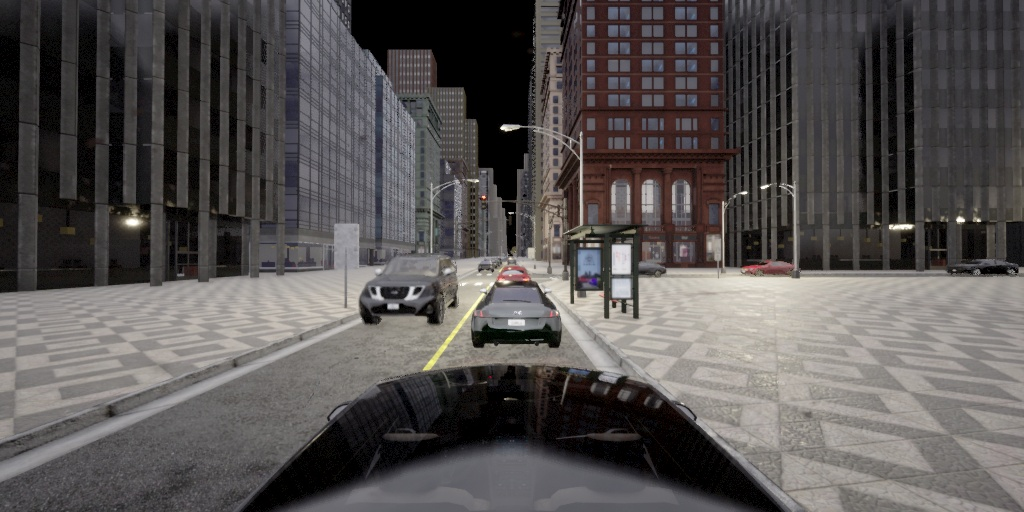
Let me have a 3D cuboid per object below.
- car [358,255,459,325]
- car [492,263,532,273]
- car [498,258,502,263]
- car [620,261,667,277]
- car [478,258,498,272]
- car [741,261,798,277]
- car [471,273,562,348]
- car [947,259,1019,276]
[{"bbox_3d":[-3.142,0.972,12.136,2.150,2.045,5.566,0,0,-1],"label":"car"},{"bbox_3d":[0.114,1.269,19.092,1.812,1.442,4.674,0,0,1],"label":"car"},{"bbox_3d":[-3.104,1.162,54.118,2.128,1.511,4.902,0,0,0],"label":"car"},{"bbox_3d":[11.864,1.225,33.223,4.674,1.442,1.812,0,-1,-2],"label":"car"},{"bbox_3d":[-3.100,1.243,44.190,2.033,1.411,5.357,0,0,0],"label":"car"},{"bbox_3d":[23.809,1.183,33.217,4.674,1.442,1.812,0,-1,0],"label":"car"},{"bbox_3d":[0.097,1.314,9.257,1.994,1.385,4.181,0,0,0],"label":"car"},{"bbox_3d":[43.421,1.059,33.142,5.008,1.535,1.882,0,-1,1],"label":"car"}]
